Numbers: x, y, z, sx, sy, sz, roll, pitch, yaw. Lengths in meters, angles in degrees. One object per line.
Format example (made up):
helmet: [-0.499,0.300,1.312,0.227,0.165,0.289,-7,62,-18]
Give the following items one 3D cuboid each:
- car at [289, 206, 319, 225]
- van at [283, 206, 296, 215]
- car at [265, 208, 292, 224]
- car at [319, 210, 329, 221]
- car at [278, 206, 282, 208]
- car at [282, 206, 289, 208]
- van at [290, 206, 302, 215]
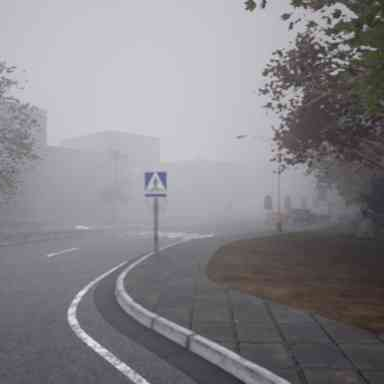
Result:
car: [15.450,3.386,45.640,2.150,2.045,5.566,0,-2,32]
van: [23.334,4.459,79.542,1.878,1.987,4.442,0,-2,32]
car: [11.595,3.445,45.422,2.097,1.767,4.553,0,-2,32]
car: [21.131,4.098,54.680,1.895,1.301,4.718,0,-2,32]
car: [20.406,4.272,74.940,2.435,2.045,5.566,0,-2,32]
car: [16.867,3.634,53.798,2.150,2.045,5.566,0,-2,33]
van: [26.311,4.621,84.220,1.878,1.987,4.442,0,-2,32]
